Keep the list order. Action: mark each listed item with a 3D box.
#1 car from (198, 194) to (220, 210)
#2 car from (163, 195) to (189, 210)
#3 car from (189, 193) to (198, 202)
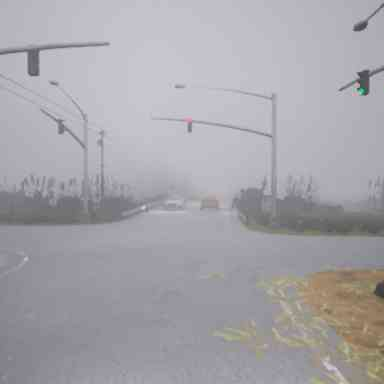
[{"bbox_3d":[1.991,0.985,35.552,1.882,1.535,5.008,0,2,6],"label":"car"},{"bbox_3d":[-1.750,1.060,35.231,1.812,1.442,4.674,0,3,6],"label":"car"},{"bbox_3d":[0.174,0.855,51.150,1.994,1.385,4.181,0,-1,8],"label":"car"}]
